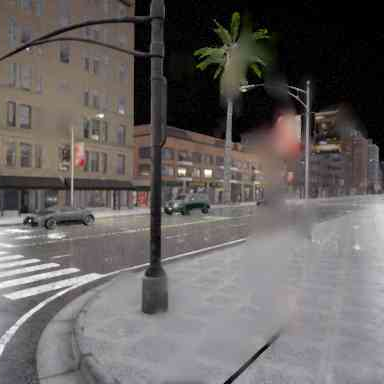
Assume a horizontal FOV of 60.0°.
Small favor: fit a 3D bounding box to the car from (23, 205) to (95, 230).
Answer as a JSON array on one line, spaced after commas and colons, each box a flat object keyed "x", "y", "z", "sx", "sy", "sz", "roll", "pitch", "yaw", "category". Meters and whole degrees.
[{"x": -8.220, "y": 1.496, "z": 20.857, "sx": 1.994, "sy": 1.385, "sz": 4.181, "roll": 1, "pitch": 0, "yaw": 36, "category": "car"}]

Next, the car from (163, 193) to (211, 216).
[{"x": -0.352, "y": 1.152, "z": 31.918, "sx": 2.150, "sy": 2.045, "sz": 5.566, "roll": 1, "pitch": 0, "yaw": 35, "category": "car"}]

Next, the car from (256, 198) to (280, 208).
[{"x": 10.894, "y": 1.526, "z": 47.603, "sx": 1.895, "sy": 1.301, "sz": 4.718, "roll": 1, "pitch": 0, "yaw": 36, "category": "car"}]
